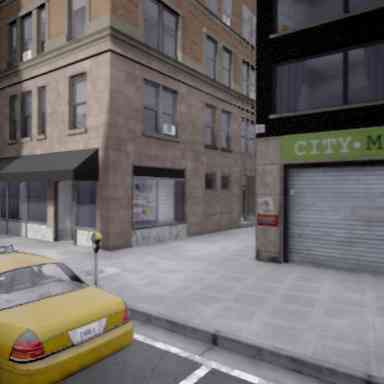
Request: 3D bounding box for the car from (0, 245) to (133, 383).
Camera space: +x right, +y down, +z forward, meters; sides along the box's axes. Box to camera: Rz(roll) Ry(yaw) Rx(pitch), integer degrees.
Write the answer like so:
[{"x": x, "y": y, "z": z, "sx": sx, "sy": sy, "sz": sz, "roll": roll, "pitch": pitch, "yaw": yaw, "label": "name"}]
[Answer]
[{"x": -3.023, "y": 1.477, "z": 5.010, "sx": 4.829, "sy": 1.417, "sz": 1.752, "roll": 1, "pitch": 0, "yaw": 36, "label": "car"}]
